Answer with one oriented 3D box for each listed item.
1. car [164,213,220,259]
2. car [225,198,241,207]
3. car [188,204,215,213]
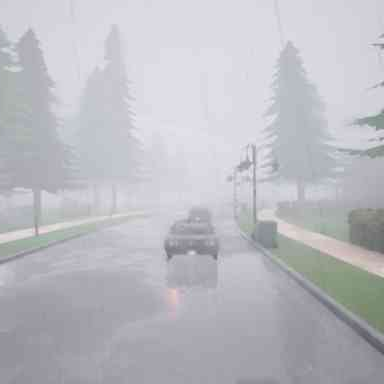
[{"bbox_3d":[0.025,1.745,13.204,1.895,1.301,4.718,0,-1,1],"label":"car"},{"bbox_3d":[8.107,2.066,65.835,2.097,1.767,4.553,0,-1,25],"label":"car"},{"bbox_3d":[0.797,1.814,28.241,1.837,1.490,4.892,0,0,7],"label":"car"}]
